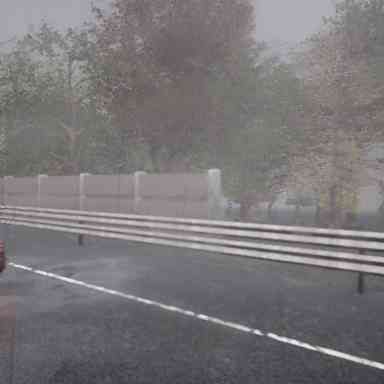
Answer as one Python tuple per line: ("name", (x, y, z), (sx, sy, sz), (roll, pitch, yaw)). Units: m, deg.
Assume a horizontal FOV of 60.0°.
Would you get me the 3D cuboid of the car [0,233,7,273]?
("car", (-6.934, 1.223, 8.817), (4.553, 1.767, 2.097), (1, 0, 36))
